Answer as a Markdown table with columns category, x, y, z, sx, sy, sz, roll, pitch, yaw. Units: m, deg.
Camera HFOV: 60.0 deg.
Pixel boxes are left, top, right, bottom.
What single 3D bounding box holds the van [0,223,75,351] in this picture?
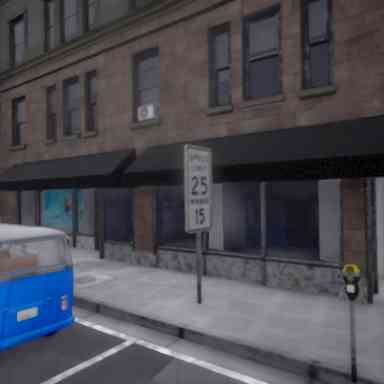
| category | x | y | z | sx | sy | sz | roll | pitch | yaw |
| --- | --- | --- | --- | --- | --- | --- | --- | --- | --- |
| van | -3.683 | 1.398 | 5.494 | 3.998 | 1.788 | 1.690 | -1 | -1 | 35 |
